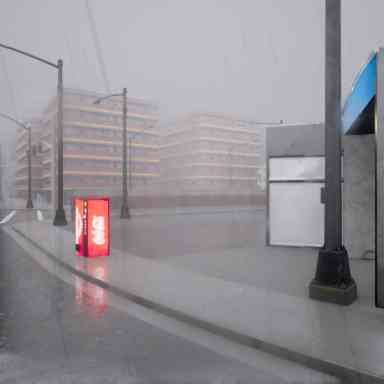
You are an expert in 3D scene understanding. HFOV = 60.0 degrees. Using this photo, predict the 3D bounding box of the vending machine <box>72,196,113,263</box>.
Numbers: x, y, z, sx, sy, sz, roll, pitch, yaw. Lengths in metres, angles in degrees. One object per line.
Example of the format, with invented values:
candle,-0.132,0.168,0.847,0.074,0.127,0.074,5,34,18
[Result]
vending machine,-3.361,1.195,11.256,1.100,2.100,0.880,0,0,-36
